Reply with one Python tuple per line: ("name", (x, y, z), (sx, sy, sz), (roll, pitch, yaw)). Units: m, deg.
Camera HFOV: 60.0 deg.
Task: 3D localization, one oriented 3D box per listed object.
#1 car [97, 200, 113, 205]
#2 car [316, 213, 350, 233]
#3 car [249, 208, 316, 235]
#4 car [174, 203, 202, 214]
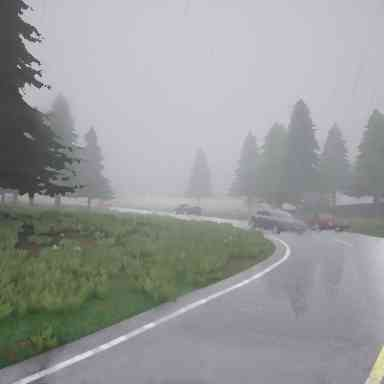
("car", (-15.866, 2.155, 60.733), (2.097, 1.767, 4.553), (2, -2, -29))
("car", (8.511, 2.069, 23.098), (1.895, 1.301, 4.718), (2, -2, -17))
("car", (5.297, 1.837, 21.082), (1.837, 1.490, 4.892), (3, -2, -17))
("car", (-0.608, 2.173, 40.242), (1.837, 1.490, 4.892), (2, -3, -29))
